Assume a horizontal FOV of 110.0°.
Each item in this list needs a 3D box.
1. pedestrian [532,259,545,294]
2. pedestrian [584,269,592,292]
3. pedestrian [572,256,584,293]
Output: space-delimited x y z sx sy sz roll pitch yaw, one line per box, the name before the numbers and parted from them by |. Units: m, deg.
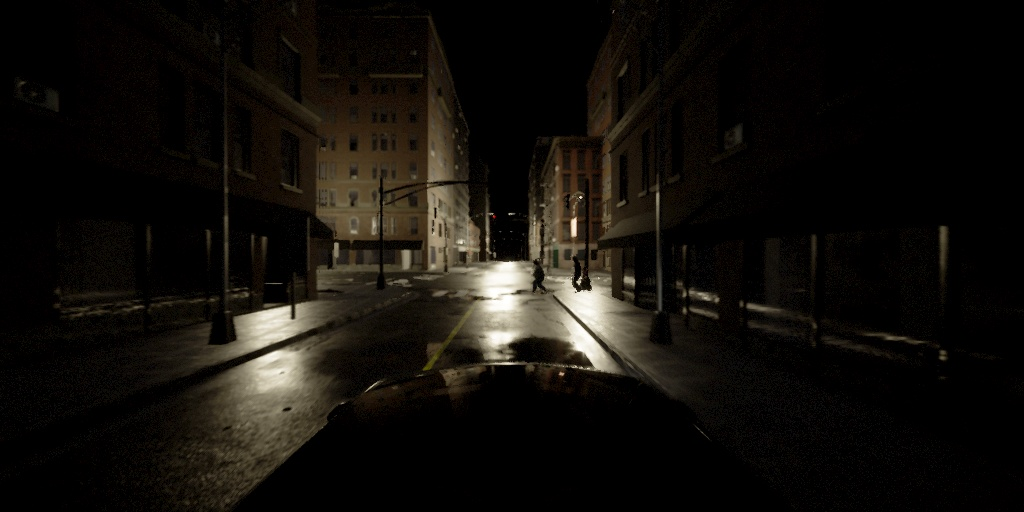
pedestrian | 1.342 1.024 18.466 0.375 1.860 0.375 0 0 0
pedestrian | 3.712 1.153 17.866 0.375 1.300 0.375 0 0 0
pedestrian | 3.122 0.872 17.265 0.375 1.860 0.375 0 0 0
